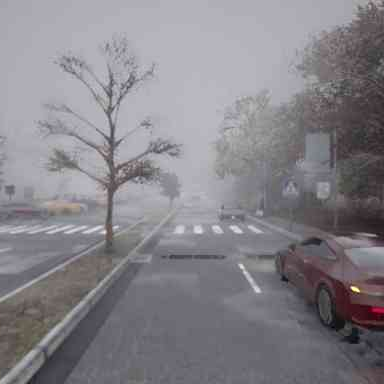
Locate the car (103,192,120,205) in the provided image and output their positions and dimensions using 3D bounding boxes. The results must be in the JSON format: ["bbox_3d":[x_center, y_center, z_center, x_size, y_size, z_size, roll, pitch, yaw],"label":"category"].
[{"bbox_3d":[-13.850,1.201,48.485,5.566,2.045,2.435,-1,1,-20],"label":"car"}]

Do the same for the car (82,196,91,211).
[{"bbox_3d":[-13.836,1.551,36.485,4.674,1.452,2.002,-1,0,-20],"label":"car"}]

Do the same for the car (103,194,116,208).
[{"bbox_3d":[-13.652,1.468,45.559,5.366,1.575,1.946,-1,0,-20],"label":"car"}]

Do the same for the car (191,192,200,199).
[{"bbox_3d":[0.913,0.842,84.204,2.097,1.767,4.553,0,1,0],"label":"car"}]

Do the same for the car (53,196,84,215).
[{"bbox_3d":[-14.005,1.514,33.412,5.366,1.575,1.946,-1,0,-20],"label":"car"}]

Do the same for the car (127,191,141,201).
[{"bbox_3d":[-13.779,1.207,69.526,4.792,1.488,2.163,-1,1,-20],"label":"car"}]

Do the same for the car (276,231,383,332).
[{"bbox_3d":[3.101,1.531,6.812,1.812,1.442,4.674,0,0,0],"label":"car"}]

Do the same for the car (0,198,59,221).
[{"bbox_3d":[-13.813,1.543,27.489,4.792,1.488,2.163,-1,0,-20],"label":"car"}]

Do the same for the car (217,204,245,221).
[{"bbox_3d":[3.104,1.622,27.298,1.895,1.301,4.718,0,0,0],"label":"car"}]

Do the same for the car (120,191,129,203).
[{"bbox_3d":[-13.847,1.229,57.498,4.553,1.767,2.185,-1,1,-20],"label":"car"}]

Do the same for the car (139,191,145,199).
[{"bbox_3d":[-13.782,0.883,72.525,5.566,2.045,2.435,-1,1,-20],"label":"car"}]

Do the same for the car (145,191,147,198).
[{"bbox_3d":[-13.626,1.085,75.580,5.366,1.575,1.946,-1,1,-20],"label":"car"}]

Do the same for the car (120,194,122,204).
[{"bbox_3d":[-13.845,1.453,51.486,4.792,1.488,2.163,-1,1,-20],"label":"car"}]

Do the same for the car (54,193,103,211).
[{"bbox_3d":[-13.806,1.255,39.504,5.566,2.045,2.435,-1,0,-20],"label":"car"}]

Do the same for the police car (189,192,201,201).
[{"bbox_3d":[0.912,1.041,74.338,1.930,1.638,5.238,0,1,0],"label":"police car"}]

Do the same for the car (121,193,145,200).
[{"bbox_3d":[-13.971,1.052,78.447,5.366,1.575,1.946,-1,1,-20],"label":"car"}]

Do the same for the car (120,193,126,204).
[{"bbox_3d":[-13.819,1.435,54.511,4.674,1.452,2.002,-1,0,-20],"label":"car"}]

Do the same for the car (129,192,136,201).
[{"bbox_3d":[-13.803,1.270,63.510,5.008,1.535,2.097,-1,1,-20],"label":"car"}]

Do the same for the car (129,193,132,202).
[{"bbox_3d":[-13.815,1.354,60.510,4.674,1.452,2.002,-1,1,-20],"label":"car"}]

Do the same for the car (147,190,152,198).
[{"bbox_3d":[-13.820,0.728,84.494,5.566,2.045,2.435,-1,1,-20],"label":"car"}]
